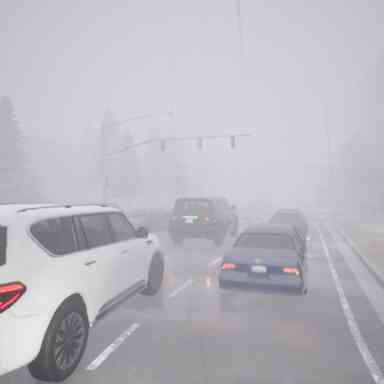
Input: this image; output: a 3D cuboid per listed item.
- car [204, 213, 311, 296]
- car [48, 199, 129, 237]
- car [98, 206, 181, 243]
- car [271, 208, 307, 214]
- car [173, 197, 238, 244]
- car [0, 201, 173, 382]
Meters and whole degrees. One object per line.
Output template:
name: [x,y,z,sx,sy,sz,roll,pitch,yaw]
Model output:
car: [2.106,1.548,8.853,2.033,1.411,5.357,0,0,19]
car: [-5.703,1.351,19.041,2.097,1.767,4.553,0,0,19]
car: [-2.495,1.547,17.612,2.033,1.411,5.357,0,0,19]
car: [5.235,1.564,18.034,1.994,1.385,4.181,0,0,18]
car: [0.720,1.223,15.581,2.150,2.045,5.566,0,0,18]
car: [-2.176,1.215,5.749,2.150,2.045,5.566,0,-1,12]
